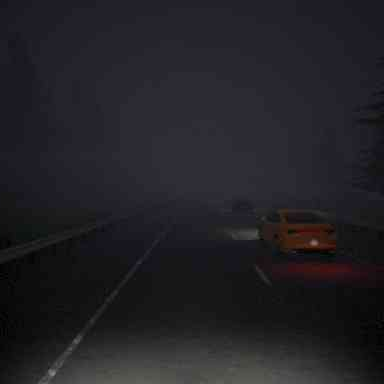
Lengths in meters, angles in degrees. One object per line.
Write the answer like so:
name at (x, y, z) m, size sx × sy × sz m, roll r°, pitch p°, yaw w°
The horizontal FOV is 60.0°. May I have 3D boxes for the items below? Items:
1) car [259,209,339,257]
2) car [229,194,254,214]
car at (3.798, 1.391, 12.653) m, size 1.882 × 1.535 × 5.008 m, roll 0°, pitch 0°, yaw 1°
car at (4.850, 1.255, 32.494) m, size 1.882 × 1.535 × 5.008 m, roll 0°, pitch 0°, yaw 5°
